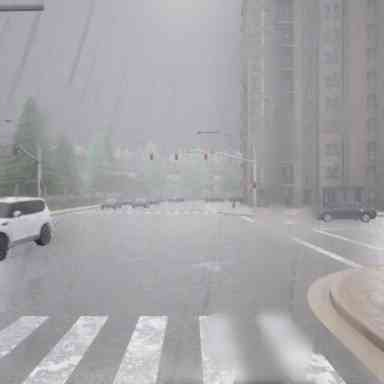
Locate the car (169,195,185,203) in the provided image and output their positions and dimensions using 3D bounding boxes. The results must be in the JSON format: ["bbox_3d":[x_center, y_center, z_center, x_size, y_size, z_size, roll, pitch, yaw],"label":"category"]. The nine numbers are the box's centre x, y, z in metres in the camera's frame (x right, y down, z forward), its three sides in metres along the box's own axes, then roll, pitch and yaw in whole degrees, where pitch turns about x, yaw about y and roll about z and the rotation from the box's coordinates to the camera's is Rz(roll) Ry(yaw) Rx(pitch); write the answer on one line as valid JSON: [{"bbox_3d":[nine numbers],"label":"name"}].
[{"bbox_3d":[-3.316,1.353,69.249,2.097,1.767,4.553,0,0,25],"label":"car"}]

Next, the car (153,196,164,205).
[{"bbox_3d":[-6.760,1.547,57.406,2.033,1.411,5.357,0,0,7],"label":"car"}]

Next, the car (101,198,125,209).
[{"bbox_3d":[-10.682,1.526,44.251,1.812,1.442,4.674,0,0,1],"label":"car"}]

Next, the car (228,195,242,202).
[{"bbox_3d":[10.161,1.553,74.639,4.181,1.385,1.994,0,0,-38],"label":"car"}]

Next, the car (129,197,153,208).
[{"bbox_3d":[-7.154,1.526,47.092,1.812,1.442,4.674,0,0,1],"label":"car"}]

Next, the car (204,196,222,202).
[{"bbox_3d":[4.804,1.524,74.536,4.674,1.442,1.812,0,0,-42],"label":"car"}]

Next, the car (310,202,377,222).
[{"bbox_3d":[11.799,1.560,26.099,4.892,1.490,1.837,0,0,0],"label":"car"}]

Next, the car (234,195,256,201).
[{"bbox_3d":[12.867,1.500,80.433,4.892,1.490,1.837,0,0,-24],"label":"car"}]

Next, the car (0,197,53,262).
[{"bbox_3d":[-7.129,1.220,12.295,2.150,2.045,5.566,0,0,0],"label":"car"}]

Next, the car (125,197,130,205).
[{"bbox_3d":[-10.404,1.563,53.712,1.994,1.385,4.181,0,0,2],"label":"car"}]

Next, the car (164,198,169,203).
[{"bbox_3d":[-7.356,1.547,68.930,2.033,1.411,5.357,0,0,21],"label":"car"}]
